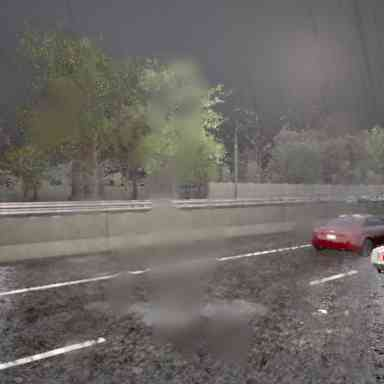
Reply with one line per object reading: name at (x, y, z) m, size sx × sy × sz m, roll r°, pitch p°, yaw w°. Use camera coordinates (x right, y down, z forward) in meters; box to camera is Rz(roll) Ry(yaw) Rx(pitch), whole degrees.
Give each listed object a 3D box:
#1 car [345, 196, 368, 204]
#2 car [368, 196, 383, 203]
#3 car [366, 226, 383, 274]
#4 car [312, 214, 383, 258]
car at (26.305, 1.373, 52.818) m, size 4.902 × 1.511 × 2.128 m, roll 0°, pitch 0°, yaw -35°
car at (29.421, 1.357, 50.740) m, size 5.008 × 1.535 × 1.882 m, roll 0°, pitch 0°, yaw -35°
car at (6.723, 1.571, 8.600) m, size 4.718 × 1.301 × 1.895 m, roll 0°, pitch 0°, yaw -35°
car at (6.485, 1.528, 12.714) m, size 4.181 × 1.385 × 1.994 m, roll 0°, pitch 0°, yaw -35°
